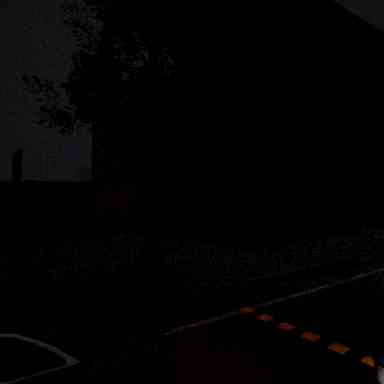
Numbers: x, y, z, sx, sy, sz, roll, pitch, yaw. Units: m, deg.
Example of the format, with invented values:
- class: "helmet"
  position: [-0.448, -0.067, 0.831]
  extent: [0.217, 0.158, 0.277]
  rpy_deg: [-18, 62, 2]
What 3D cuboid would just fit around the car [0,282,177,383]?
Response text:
- class: "car"
  position: [-2.391, 1.452, 1.982]
  extent: [4.902, 1.511, 2.128]
  rpy_deg: [2, -1, -36]
